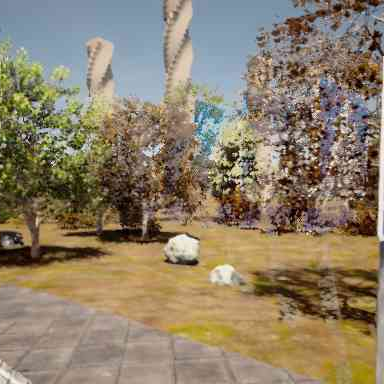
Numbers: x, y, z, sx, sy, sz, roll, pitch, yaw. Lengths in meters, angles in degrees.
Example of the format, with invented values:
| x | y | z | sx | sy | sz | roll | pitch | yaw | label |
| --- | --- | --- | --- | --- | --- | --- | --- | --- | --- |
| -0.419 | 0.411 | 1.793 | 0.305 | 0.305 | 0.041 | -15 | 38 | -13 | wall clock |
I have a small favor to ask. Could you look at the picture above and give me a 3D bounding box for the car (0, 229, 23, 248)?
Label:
| x | y | z | sx | sy | sz | roll | pitch | yaw | label |
| --- | --- | --- | --- | --- | --- | --- | --- | --- | --- |
| -11.929 | 2.461 | 18.135 | 2.231 | 1.521 | 4.892 | -4 | -3 | 45 | car |
